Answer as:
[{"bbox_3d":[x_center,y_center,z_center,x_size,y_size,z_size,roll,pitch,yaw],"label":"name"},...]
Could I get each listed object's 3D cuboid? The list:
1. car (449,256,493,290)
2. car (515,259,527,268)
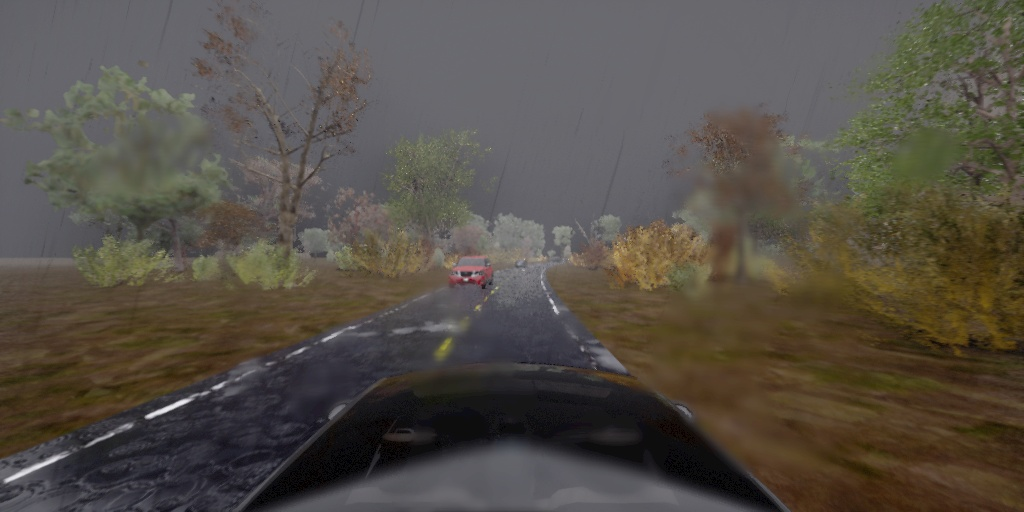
[{"bbox_3d":[-2.498,1.004,23.324,2.150,2.045,5.566,0,0,3],"label":"car"},{"bbox_3d":[1.651,1.365,64.262,2.128,1.511,4.902,0,0,9],"label":"car"}]
